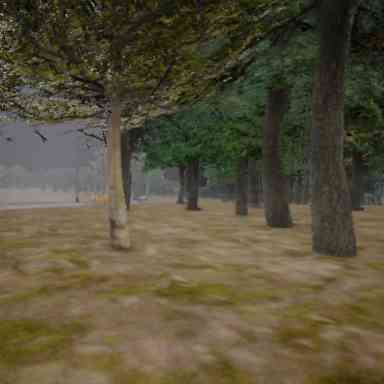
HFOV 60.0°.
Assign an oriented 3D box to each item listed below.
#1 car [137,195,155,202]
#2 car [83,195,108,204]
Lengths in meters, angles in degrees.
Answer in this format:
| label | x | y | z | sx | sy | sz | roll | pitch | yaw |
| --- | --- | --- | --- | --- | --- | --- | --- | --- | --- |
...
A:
| label | x | y | z | sx | sy | sz | roll | pitch | yaw |
| --- | --- | --- | --- | --- | --- | --- | --- | --- | --- |
| car | -9.718 | 1.368 | 71.485 | 1.895 | 1.301 | 4.718 | 1 | 0 | 23 |
| car | -16.599 | 1.266 | 57.966 | 1.882 | 1.535 | 5.008 | 1 | 1 | 29 |
